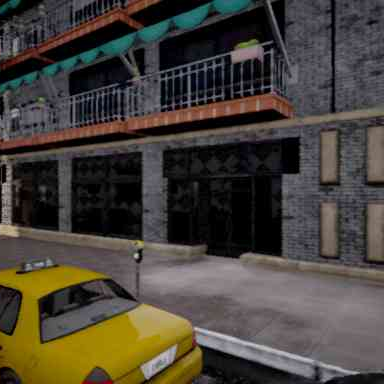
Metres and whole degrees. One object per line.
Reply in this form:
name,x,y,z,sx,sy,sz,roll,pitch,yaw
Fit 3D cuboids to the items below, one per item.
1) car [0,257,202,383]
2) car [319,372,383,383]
car,-2.182,1.563,4.422,4.829,1.417,1.752,-1,0,36
car,2.453,1.538,1.115,4.403,1.369,2.008,-1,0,36
